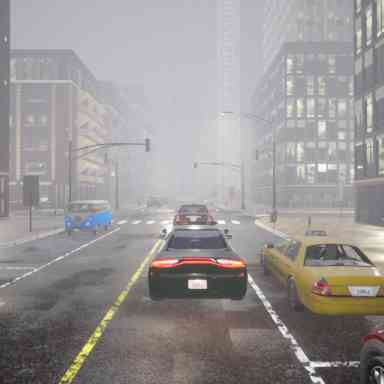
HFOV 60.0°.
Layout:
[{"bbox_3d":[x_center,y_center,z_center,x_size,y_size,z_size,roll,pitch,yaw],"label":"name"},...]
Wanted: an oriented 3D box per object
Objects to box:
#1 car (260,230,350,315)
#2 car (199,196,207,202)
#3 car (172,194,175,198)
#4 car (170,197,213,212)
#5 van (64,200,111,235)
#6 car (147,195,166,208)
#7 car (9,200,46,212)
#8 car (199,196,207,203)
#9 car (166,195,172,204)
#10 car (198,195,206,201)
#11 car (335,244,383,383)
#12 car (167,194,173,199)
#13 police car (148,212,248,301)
[{"bbox_3d":[2.706,1.529,7.554,1.752,1.417,4.829,1,0,0],"label":"car"},{"bbox_3d":[2.678,1.801,84.812,1.947,1.339,4.313,0,0,0],"label":"car"},{"bbox_3d":[-5.700,1.647,79.147,1.967,1.590,4.097,0,0,0],"label":"car"},{"bbox_3d":[0.082,1.369,18.592,2.097,1.767,4.553,0,0,0],"label":"car"},{"bbox_3d":[-5.663,1.358,18.429,1.690,1.788,3.998,1,0,0],"label":"van"},{"bbox_3d":[-5.692,1.408,50.834,2.192,1.841,5.009,0,0,0],"label":"car"},{"bbox_3d":[-19.062,1.538,37.834,4.507,1.381,1.887,0,-1,0],"label":"car"},{"bbox_3d":[2.679,1.733,79.318,1.752,1.417,4.829,0,0,0],"label":"car"},{"bbox_3d":[-5.698,1.720,67.821,1.947,1.339,4.313,0,0,0],"label":"car"},{"bbox_3d":[2.677,1.705,90.475,1.967,1.590,4.097,0,0,0],"label":"car"},{"bbox_3d":[2.706,1.441,1.860,1.967,1.590,4.097,1,0,0],"label":"car"},{"bbox_3d":[-5.700,1.761,73.484,1.802,1.307,4.206,0,0,0],"label":"car"},{"bbox_3d":[0.100,1.509,8.482,2.038,1.542,4.974,0,0,0],"label":"police car"}]
